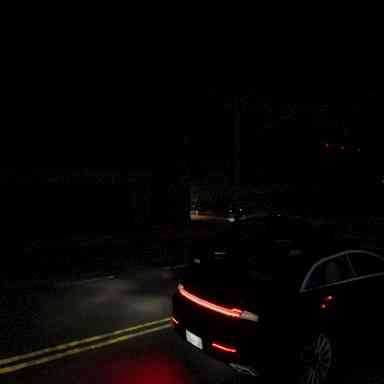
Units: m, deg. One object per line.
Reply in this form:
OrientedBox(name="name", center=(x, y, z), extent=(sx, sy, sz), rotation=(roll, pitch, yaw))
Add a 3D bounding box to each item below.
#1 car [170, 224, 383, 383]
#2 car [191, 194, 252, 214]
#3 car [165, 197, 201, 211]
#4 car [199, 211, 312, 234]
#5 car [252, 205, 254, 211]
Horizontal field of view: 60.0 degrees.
OrientedBox(name="car", center=(1.998, 1.492, 5.255), extent=(4.902, 1.511, 2.128), rotation=(0, 0, -35))
OrientedBox(name="car", center=(2.578, 1.221, 31.302), extent=(2.150, 2.045, 5.566), rotation=(0, 0, -36))
OrientedBox(name="car", center=(-1.243, 1.491, 42.265), extent=(2.128, 1.511, 4.902), rotation=(0, 0, -37))
OrientedBox(name="car", center=(2.159, 1.477, 9.883), extent=(5.008, 1.535, 1.882), rotation=(0, 0, -36))
OrientedBox(name="car", center=(4.295, 1.478, 34.845), extent=(1.882, 1.535, 5.008), rotation=(0, 0, -37))
